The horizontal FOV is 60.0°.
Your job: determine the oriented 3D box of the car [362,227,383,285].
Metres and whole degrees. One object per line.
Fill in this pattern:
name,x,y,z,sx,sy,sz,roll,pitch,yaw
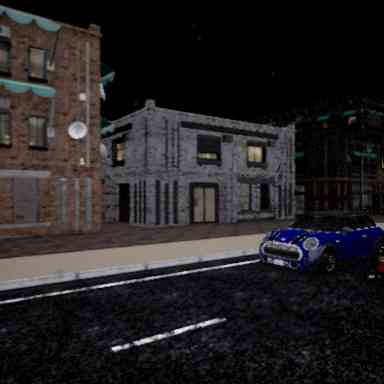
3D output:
car,6.333,1.630,8.211,4.181,1.385,1.994,0,0,-36

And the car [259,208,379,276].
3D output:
car,4.290,1.417,10.744,4.553,1.767,2.097,0,0,-36
